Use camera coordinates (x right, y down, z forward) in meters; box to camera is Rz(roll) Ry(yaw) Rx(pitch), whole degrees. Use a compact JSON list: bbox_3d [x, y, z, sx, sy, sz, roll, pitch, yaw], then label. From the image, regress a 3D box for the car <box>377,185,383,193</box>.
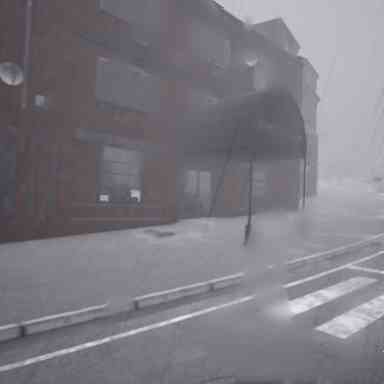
[{"bbox_3d":[35.927,-0.664,61.877,2.033,1.411,5.357,2,4,18],"label":"car"}]
